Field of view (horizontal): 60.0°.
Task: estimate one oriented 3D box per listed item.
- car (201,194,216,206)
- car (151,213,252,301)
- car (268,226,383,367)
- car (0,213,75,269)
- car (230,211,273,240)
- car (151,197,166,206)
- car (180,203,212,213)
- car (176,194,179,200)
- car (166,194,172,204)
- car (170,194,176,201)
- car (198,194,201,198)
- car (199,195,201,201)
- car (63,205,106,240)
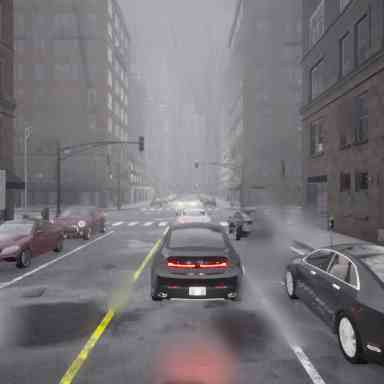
[{"bbox_3d":[2.892,1.475,53.727,1.967,1.590,4.097,0,0,0],"label":"car"},{"bbox_3d":[0.098,1.505,8.301,1.837,1.490,4.892,0,0,0],"label":"car"},{"bbox_3d":[2.856,1.550,5.634,2.008,1.369,4.403,0,0,0],"label":"car"},{"bbox_3d":[-5.670,1.582,11.136,1.802,1.307,4.206,0,0,0],"label":"car"},{"bbox_3d":[2.856,1.566,16.636,1.947,1.339,4.313,0,0,0],"label":"car"},{"bbox_3d":[-5.632,1.617,53.740,1.802,1.307,4.206,0,0,0],"label":"car"},{"bbox_3d":[0.083,1.526,17.449,1.812,1.442,4.674,0,0,-1],"label":"car"},{"bbox_3d":[-5.563,1.456,91.600,2.192,1.841,5.009,0,0,0],"label":"car"},{"bbox_3d":[-5.612,1.606,64.557,2.008,1.369,4.403,0,0,0],"label":"car"},{"bbox_3d":[-5.582,1.625,80.613,1.752,1.417,4.829,0,0,0],"label":"car"},{"bbox_3d":[2.932,1.523,75.362,1.967,1.590,4.097,0,0,0],"label":"car"},{"bbox_3d":[2.913,1.606,64.544,2.008,1.369,4.403,0,0,0],"label":"car"},{"bbox_3d":[-5.669,1.441,16.637,1.967,1.590,4.097,0,0,0],"label":"car"}]
